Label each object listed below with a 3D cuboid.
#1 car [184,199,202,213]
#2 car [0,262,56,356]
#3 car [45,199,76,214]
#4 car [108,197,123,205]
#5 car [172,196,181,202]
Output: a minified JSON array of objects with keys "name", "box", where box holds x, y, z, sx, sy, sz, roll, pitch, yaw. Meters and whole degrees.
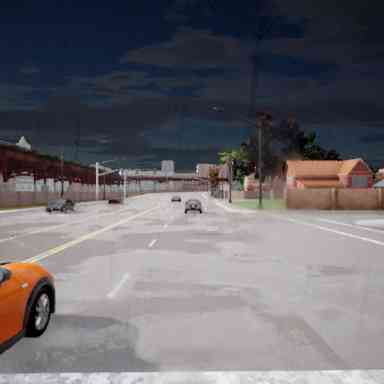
[{"name":"car","box":[0.148,1.533,37.178,2.033,1.411,5.357,0,0,0]},{"name":"car","box":[-3.401,1.351,3.816,2.097,1.767,4.553,0,0,2]},{"name":"car","box":[-14.055,1.491,35.810,1.837,1.490,4.892,0,0,0]},{"name":"car","box":[-13.933,1.578,60.675,1.895,1.301,4.718,0,0,0]},{"name":"car","box":[-3.397,1.527,72.455,1.994,1.385,4.181,0,0,0]}]
